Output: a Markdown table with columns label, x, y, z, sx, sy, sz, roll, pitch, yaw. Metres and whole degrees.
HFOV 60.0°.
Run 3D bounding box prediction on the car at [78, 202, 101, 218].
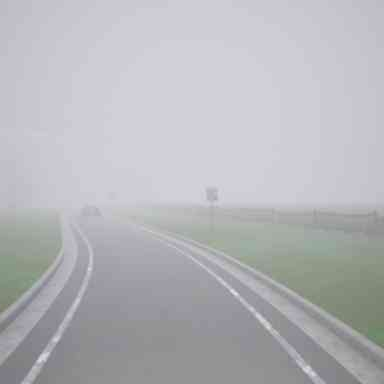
| label | x | y | z | sx | sy | sz | roll | pitch | yaw |
| --- | --- | --- | --- | --- | --- | --- | --- | --- | --- |
| car | -11.158 | 2.036 | 36.563 | 1.994 | 1.385 | 4.181 | 0 | -1 | -20 |

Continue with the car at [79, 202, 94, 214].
| label | x | y | z | sx | sy | sz | roll | pitch | yaw |
| --- | --- | --- | --- | --- | --- | --- | --- | --- | --- |
| car | -14.619 | 2.120 | 45.952 | 1.812 | 1.442 | 4.674 | 0 | -1 | -20 |
